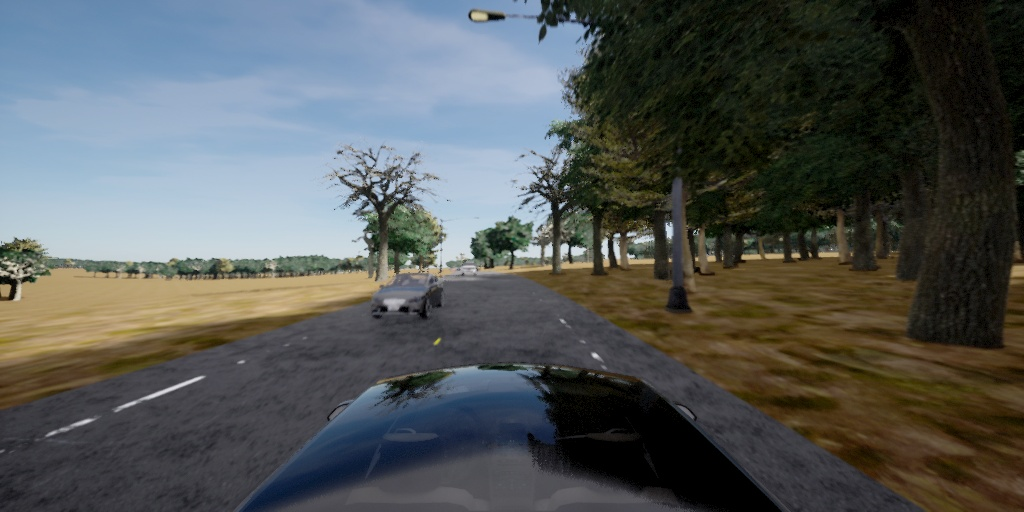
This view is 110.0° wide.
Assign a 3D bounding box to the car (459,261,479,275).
[{"bbox_3d":[-6.438,1.834,54.101,2.150,2.045,5.566,0,-1,-6],"label":"car"}]

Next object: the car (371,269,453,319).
[{"bbox_3d":[-3.781,1.400,13.714,2.128,1.511,4.902,0,-1,-1],"label":"car"}]
